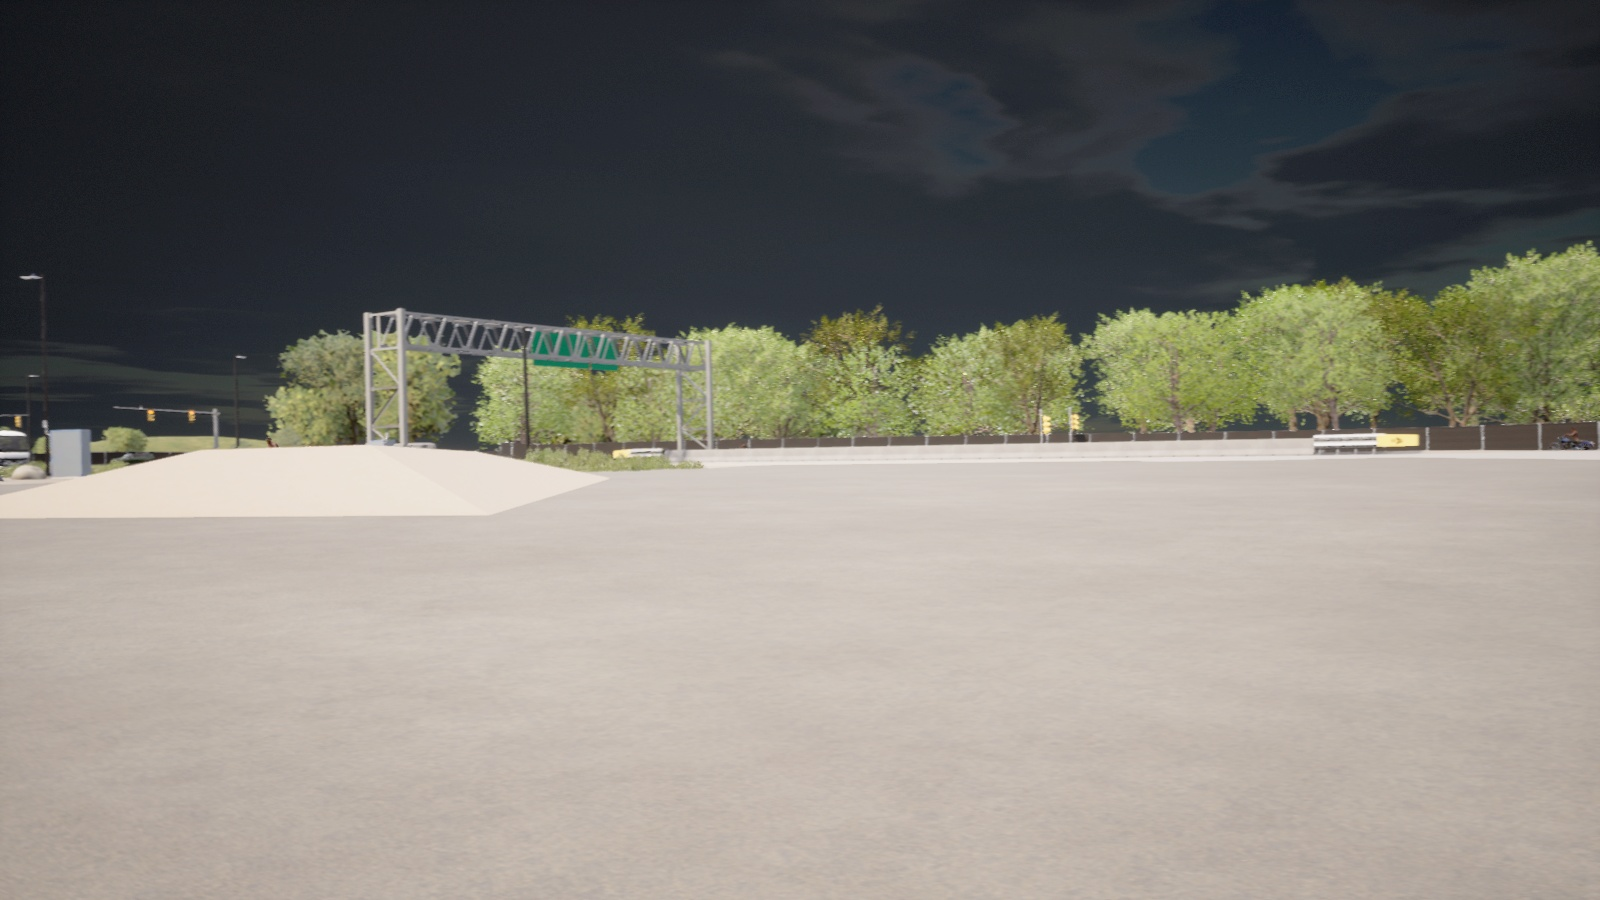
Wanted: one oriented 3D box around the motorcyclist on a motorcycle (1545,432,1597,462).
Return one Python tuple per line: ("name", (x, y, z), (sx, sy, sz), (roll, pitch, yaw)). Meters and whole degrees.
("motorcyclist on a motorcycle", (43.712, -0.159, 71.198), (2.350, 1.649, 0.766), (-2, 0, 45))
